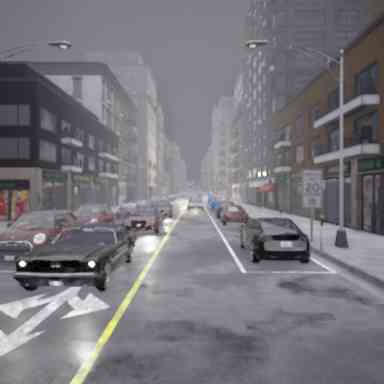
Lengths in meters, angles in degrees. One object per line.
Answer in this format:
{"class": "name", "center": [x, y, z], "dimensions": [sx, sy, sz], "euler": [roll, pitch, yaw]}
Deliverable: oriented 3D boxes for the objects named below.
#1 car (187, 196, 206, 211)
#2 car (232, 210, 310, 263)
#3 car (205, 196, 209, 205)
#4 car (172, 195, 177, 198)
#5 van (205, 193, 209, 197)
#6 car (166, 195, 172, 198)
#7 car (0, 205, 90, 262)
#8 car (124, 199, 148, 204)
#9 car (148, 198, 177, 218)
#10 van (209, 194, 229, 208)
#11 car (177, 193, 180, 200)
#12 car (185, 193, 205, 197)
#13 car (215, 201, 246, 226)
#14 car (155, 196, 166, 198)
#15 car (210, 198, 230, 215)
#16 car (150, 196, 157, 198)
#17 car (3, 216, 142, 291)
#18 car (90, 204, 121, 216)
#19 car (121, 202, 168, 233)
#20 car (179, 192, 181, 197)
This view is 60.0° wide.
{"class": "car", "center": [0.423, 1.488, 39.421], "dimensions": [1.895, 1.301, 4.718], "euler": [0, 0, 0]}
{"class": "car", "center": [2.726, 1.531, 11.629], "dimensions": [1.947, 1.339, 4.313], "euler": [0, 0, 0]}
{"class": "car", "center": [2.954, 1.440, 39.183], "dimensions": [2.008, 1.369, 4.403], "euler": [0, 0, 0]}
{"class": "car", "center": [-4.797, 1.402, 72.313], "dimensions": [1.802, 1.307, 4.206], "euler": [0, 0, 0]}
{"class": "van", "center": [2.999, 1.219, 44.693], "dimensions": [1.690, 1.788, 3.998], "euler": [0, 0, 0]}
{"class": "car", "center": [-4.934, 1.402, 55.781], "dimensions": [2.008, 1.369, 4.403], "euler": [0, 0, 0]}
{"class": "car", "center": [-5.298, 1.399, 11.696], "dimensions": [1.967, 1.590, 4.097], "euler": [0, 0, 0]}
{"class": "car", "center": [-5.162, 1.492, 28.228], "dimensions": [1.802, 1.307, 4.206], "euler": [0, 0, 0]}
{"class": "car", "center": [-2.607, 1.474, 28.980], "dimensions": [1.994, 1.385, 4.181], "euler": [0, 0, 1]}
{"class": "van", "center": [2.908, 1.244, 33.672], "dimensions": [1.690, 1.788, 3.998], "euler": [0, 0, 0]}
{"class": "car", "center": [-4.706, 1.343, 83.335], "dimensions": [1.887, 1.381, 4.507], "euler": [0, 0, 0]}
{"class": "car", "center": [0.418, 1.358, 50.340], "dimensions": [2.128, 1.511, 4.902], "euler": [0, 0, 1]}
{"class": "car", "center": [2.817, 1.513, 22.652], "dimensions": [1.802, 1.307, 4.206], "euler": [0, 0, 0]}
{"class": "car", "center": [-5.025, 1.312, 44.759], "dimensions": [1.967, 1.590, 4.097], "euler": [0, 0, 0]}
{"class": "car", "center": [2.863, 1.482, 28.162], "dimensions": [1.947, 1.339, 4.313], "euler": [0, 0, 0]}
{"class": "car", "center": [-5.116, 1.447, 33.738], "dimensions": [2.008, 1.369, 4.403], "euler": [0, 0, 0]}
{"class": "car", "center": [-2.783, 1.570, 9.043], "dimensions": [1.895, 1.301, 4.718], "euler": [0, 0, 0]}
{"class": "car", "center": [-5.253, 1.382, 17.207], "dimensions": [1.967, 1.590, 4.097], "euler": [0, 0, 0]}
{"class": "car", "center": [-2.696, 1.502, 19.021], "dimensions": [1.994, 1.385, 4.181], "euler": [0, 0, 1]}
{"class": "car", "center": [-4.660, 1.353, 88.846], "dimensions": [1.947, 1.339, 4.313], "euler": [0, 0, 0]}
